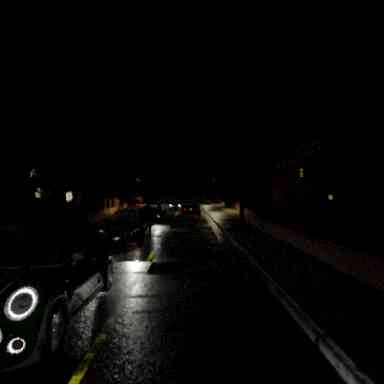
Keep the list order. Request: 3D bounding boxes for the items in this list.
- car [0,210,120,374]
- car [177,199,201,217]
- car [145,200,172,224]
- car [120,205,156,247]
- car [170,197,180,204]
[{"bbox_3d":[-2.882,1.360,5.943,2.097,1.767,4.553,0,0,0],"label":"car"},{"bbox_3d":[-0.113,1.588,31.858,2.033,1.411,5.357,0,0,-1],"label":"car"},{"bbox_3d":[-2.983,1.580,25.702,2.033,1.411,5.357,0,0,0],"label":"car"},{"bbox_3d":[-2.936,1.543,15.310,1.812,1.442,4.674,0,0,0],"label":"car"},{"bbox_3d":[-3.218,1.629,64.967,1.882,1.535,5.008,0,0,0],"label":"car"}]
